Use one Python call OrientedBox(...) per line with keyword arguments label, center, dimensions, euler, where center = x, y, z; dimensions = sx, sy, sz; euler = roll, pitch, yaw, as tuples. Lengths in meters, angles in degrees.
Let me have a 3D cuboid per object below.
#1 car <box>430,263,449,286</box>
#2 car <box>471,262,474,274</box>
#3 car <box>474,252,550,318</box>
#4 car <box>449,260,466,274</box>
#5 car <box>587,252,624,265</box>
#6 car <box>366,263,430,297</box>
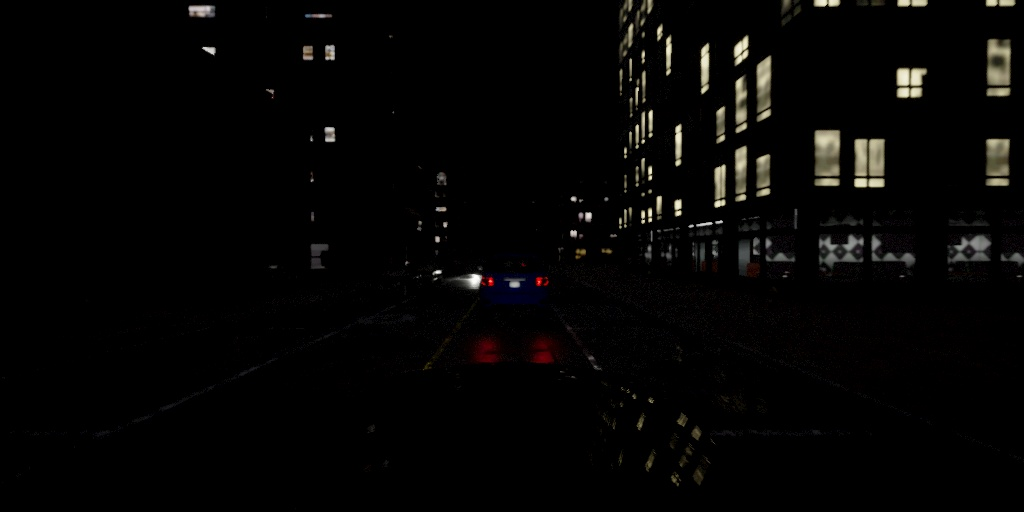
OrientedBox(label="car", center=(-5.647, 1.133, 23.285), dimensions=(2.007, 1.370, 4.403), euler=(0, 0, 0))
OrientedBox(label="car", center=(-3.015, 0.974, 36.342), dimensions=(2.128, 1.511, 4.902), euler=(0, 0, 0))
OrientedBox(label="car", center=(0.095, 0.883, 12.737), dimensions=(2.150, 2.045, 5.566), euler=(0, 0, 0))
OrientedBox(label="car", center=(-5.671, 1.066, 36.202), dimensions=(1.802, 1.307, 4.207), euler=(0, 0, 0))
OrientedBox(label="car", center=(14.821, 0.360, 56.137), dimensions=(5.009, 1.841, 2.192), euler=(0, 0, 0))
OrientedBox(label="car", center=(-5.659, 1.176, 17.637), dimensions=(2.007, 1.370, 4.403), euler=(0, 0, 0))
